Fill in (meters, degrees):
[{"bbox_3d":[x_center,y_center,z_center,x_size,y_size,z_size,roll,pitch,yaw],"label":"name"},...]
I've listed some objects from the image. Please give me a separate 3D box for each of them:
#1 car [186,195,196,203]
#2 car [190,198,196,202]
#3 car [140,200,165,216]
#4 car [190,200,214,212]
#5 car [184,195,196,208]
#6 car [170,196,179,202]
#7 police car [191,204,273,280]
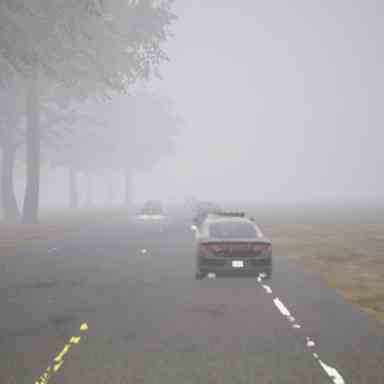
[{"bbox_3d":[-0.251,1.401,65.305,1.882,1.535,5.008,0,0,0],"label":"car"},{"bbox_3d":[0.952,1.437,25.912,1.837,1.490,4.892,0,0,0],"label":"car"},{"bbox_3d":[-3.717,1.483,31.933,1.994,1.385,4.181,0,0,0],"label":"car"},{"bbox_3d":[0.975,1.451,19.910,1.837,1.490,4.892,0,0,0],"label":"car"},{"bbox_3d":[-0.164,1.450,46.396,2.033,1.411,5.357,0,0,0],"label":"car"},{"bbox_3d":[-3.784,1.514,73.680,1.895,1.301,4.718,0,0,0],"label":"car"},{"bbox_3d":[1.014,1.395,10.017,1.930,1.638,5.238,0,0,0],"label":"police car"}]
